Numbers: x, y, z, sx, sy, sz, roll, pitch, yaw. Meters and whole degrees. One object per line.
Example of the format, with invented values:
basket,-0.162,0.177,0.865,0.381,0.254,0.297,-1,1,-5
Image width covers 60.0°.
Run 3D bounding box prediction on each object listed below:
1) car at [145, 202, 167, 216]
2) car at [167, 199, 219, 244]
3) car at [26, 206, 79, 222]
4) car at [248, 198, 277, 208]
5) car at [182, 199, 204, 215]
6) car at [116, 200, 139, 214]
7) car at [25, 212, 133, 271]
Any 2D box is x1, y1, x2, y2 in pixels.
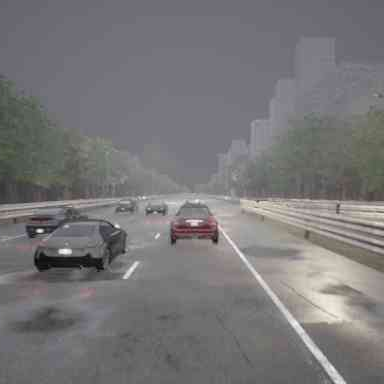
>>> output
car,-3.403,1.608,33.067,1.895,1.301,4.718,0,0,0
car,0.100,1.354,16.033,2.097,1.767,4.553,0,0,0
car,-6.901,1.507,17.511,1.837,1.490,4.892,0,0,0
car,9.259,1.557,44.223,2.128,1.511,4.902,0,0,-21
car,0.097,1.500,34.345,2.128,1.511,4.902,0,0,0
car,-6.905,1.536,35.548,1.812,1.442,4.674,0,0,0
car,-3.401,1.565,10.929,1.994,1.385,4.181,0,0,0
